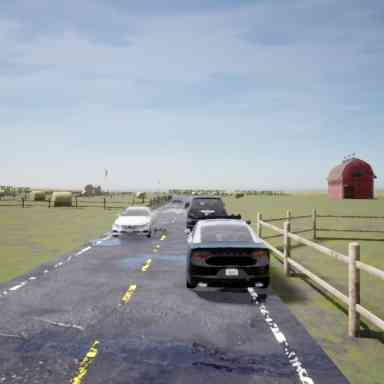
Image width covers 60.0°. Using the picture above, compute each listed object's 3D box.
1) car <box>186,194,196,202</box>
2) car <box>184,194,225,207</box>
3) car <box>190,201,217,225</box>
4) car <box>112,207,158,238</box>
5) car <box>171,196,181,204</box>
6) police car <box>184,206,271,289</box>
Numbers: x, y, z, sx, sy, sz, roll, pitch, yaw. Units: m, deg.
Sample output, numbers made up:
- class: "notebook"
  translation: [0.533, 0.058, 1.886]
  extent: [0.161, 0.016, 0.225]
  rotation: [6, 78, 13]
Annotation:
- class: "car"
  translation: [-0.163, 1.257, 71.673]
  extent: [2.097, 1.767, 4.553]
  rotation: [0, 0, 0]
- class: "car"
  translation: [0.779, 1.222, 19.259]
  extent: [2.150, 2.045, 5.566]
  rotation: [0, 0, 0]
- class: "car"
  translation: [0.766, 1.502, 25.230]
  extent: [1.837, 1.490, 4.892]
  rotation: [0, 0, 0]
- class: "car"
  translation: [-2.890, 1.524, 17.686]
  extent: [1.812, 1.442, 4.674]
  rotation: [0, 0, 0]
- class: "car"
  translation: [-2.895, 1.549, 63.948]
  extent: [1.994, 1.385, 4.181]
  rotation: [0, 0, 0]
- class: "police car"
  translation: [0.802, 1.424, 9.340]
  extent: [1.930, 1.638, 5.238]
  rotation: [0, 0, 0]
